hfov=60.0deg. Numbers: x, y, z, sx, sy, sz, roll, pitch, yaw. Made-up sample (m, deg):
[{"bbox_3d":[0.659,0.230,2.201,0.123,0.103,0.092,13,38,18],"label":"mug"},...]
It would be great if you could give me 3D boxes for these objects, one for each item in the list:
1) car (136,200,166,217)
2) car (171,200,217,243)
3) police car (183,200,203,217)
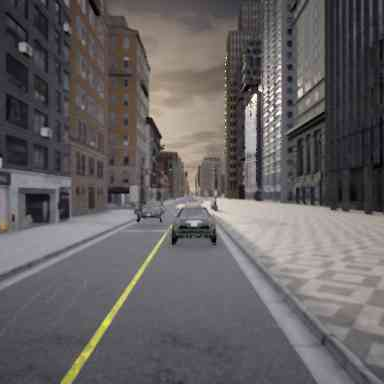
[{"bbox_3d":[-3.002,1.359,25.171,1.837,1.490,4.892,0,0,0],"label":"car"},{"bbox_3d":[0.098,1.487,16.904,2.097,1.767,4.553,0,-1,0],"label":"car"},{"bbox_3d":[0.098,1.722,35.885,1.930,1.638,5.238,0,-1,0],"label":"police car"}]
